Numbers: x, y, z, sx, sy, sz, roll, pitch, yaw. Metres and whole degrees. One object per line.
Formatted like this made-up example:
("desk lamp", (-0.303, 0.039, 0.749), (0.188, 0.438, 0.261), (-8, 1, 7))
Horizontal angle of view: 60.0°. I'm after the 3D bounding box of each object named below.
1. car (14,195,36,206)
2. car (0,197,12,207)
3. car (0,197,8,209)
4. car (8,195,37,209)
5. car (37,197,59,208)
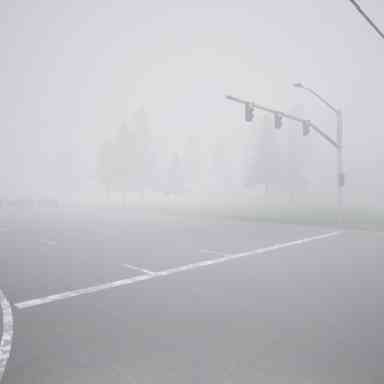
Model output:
("car", (-27.986, 1.352, 55.565), (2.097, 1.767, 4.553), (0, 0, -43))
("car", (-30.552, 1.505, 53.185), (1.837, 1.490, 4.892), (0, 0, -43))
("car", (-26.104, 1.478, 43.371), (1.882, 1.535, 5.008), (0, 0, -43))
("car", (-23.560, 1.478, 45.775), (1.882, 1.535, 5.008), (0, 0, -43))
("car", (-20.958, 1.491, 48.117), (2.128, 1.511, 4.902), (0, 0, -43))
